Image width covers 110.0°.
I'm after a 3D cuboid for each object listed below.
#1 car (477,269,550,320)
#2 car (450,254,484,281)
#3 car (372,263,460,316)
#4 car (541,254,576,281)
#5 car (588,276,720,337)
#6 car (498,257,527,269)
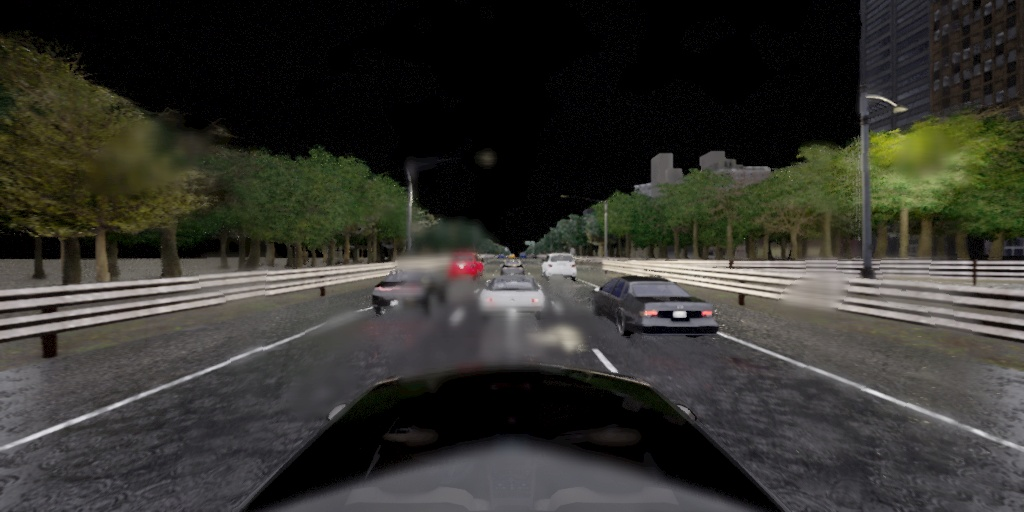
[{"bbox_3d":[0.057,1.298,12.348,1.895,1.301,4.718,0,0,0],"label":"car"},{"bbox_3d":[-3.450,0.823,27.694,2.150,2.045,5.566,0,1,0],"label":"car"},{"bbox_3d":[-3.441,1.184,13.055,2.128,1.511,4.902,0,0,0],"label":"car"},{"bbox_3d":[3.552,0.823,27.720,2.150,2.045,5.566,0,1,0],"label":"car"},{"bbox_3d":[3.540,1.256,10.039,2.033,1.411,5.357,0,0,1],"label":"car"},{"bbox_3d":[0.057,1.081,28.760,2.128,1.511,4.902,0,1,0],"label":"car"}]
